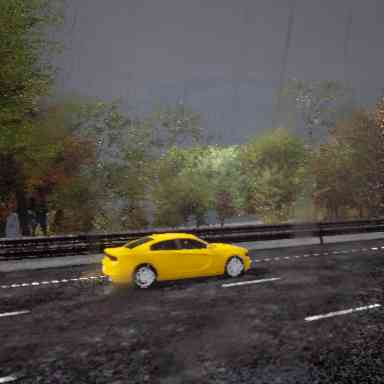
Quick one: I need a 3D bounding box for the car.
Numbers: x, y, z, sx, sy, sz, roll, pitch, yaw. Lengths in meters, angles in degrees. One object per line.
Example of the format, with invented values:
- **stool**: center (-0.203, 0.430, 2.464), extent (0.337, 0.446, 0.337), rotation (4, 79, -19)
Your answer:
- **car**: center (-0.437, 2.144, 11.195), extent (5.008, 1.535, 1.882), rotation (0, -4, -23)
